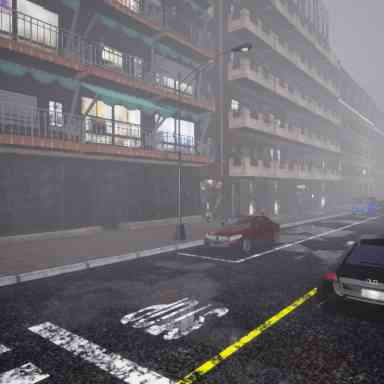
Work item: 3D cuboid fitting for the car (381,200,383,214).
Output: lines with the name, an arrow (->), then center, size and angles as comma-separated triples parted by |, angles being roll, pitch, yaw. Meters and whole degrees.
car -> 19.598, 1.567, 35.428 | 1.802, 1.307, 4.206 | -1, -1, 38

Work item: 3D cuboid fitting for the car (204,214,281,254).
car -> 2.190, 1.573, 13.491 | 1.802, 1.307, 4.206 | -1, -1, 38

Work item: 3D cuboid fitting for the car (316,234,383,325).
car -> 4.065, 1.561, 6.738 | 1.994, 1.385, 4.181 | 0, 0, 38

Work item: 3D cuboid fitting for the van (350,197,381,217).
van -> 16.075, 1.327, 30.993 | 1.690, 1.788, 3.998 | -1, -1, 38
